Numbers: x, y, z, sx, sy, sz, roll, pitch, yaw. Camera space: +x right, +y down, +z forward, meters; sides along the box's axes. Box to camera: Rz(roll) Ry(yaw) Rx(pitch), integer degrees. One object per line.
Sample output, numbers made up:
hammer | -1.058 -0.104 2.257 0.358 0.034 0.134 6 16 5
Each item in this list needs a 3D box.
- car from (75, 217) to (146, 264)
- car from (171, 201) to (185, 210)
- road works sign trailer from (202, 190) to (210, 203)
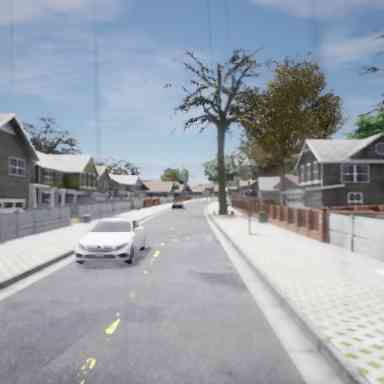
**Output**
car | -2.850 1.689 12.554 1.812 1.442 4.674 0 -1 0
car | -2.226 2.176 53.536 1.895 1.301 4.718 0 0 3
road works sign trailer | 3.929 1.258 92.162 2.380 3.560 2.880 0 0 8
